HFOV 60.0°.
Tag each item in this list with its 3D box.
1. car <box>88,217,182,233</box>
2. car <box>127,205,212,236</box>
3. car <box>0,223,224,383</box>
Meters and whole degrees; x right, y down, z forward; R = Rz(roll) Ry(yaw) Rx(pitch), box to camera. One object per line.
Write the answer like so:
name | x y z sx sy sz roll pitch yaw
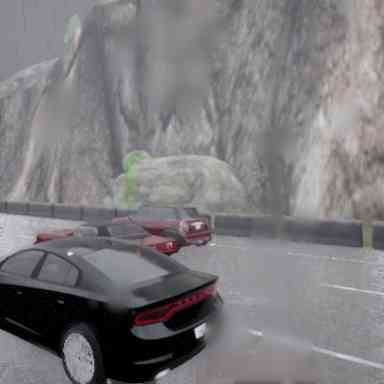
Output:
car | -2.851 1.563 10.324 4.718 1.301 1.895 0 0 35
car | -1.503 1.309 13.661 4.553 1.767 2.097 0 0 35
car | -1.903 1.460 5.349 5.008 1.535 1.882 0 0 35
